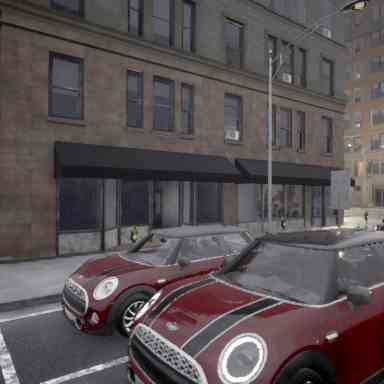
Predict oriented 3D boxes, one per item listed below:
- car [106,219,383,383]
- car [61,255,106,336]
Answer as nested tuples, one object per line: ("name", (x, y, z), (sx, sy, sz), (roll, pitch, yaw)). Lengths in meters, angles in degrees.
("car", (1.475, 1.353, 4.422), (4.553, 1.767, 2.097), (0, 0, -35))
("car", (-0.351, 1.441, 6.513), (4.097, 1.590, 1.967), (0, 0, -36))
